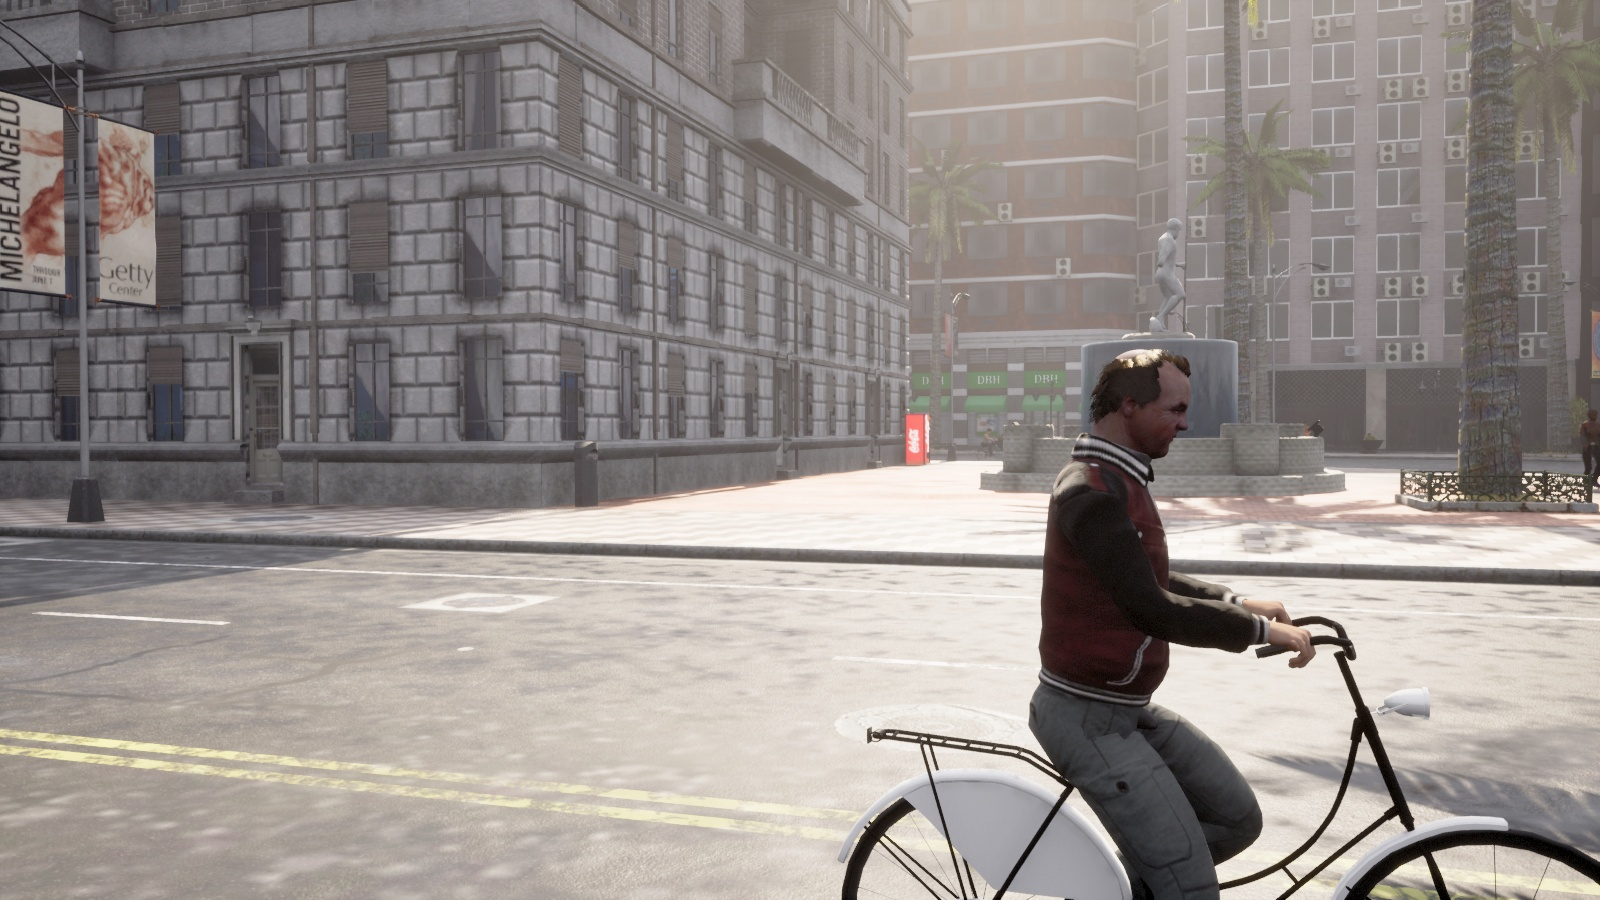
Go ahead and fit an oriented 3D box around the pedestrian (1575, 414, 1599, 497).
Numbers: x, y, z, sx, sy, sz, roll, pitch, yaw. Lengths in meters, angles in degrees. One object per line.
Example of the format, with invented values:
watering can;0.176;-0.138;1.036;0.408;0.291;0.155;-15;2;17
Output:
pedestrian;17.508;0.105;27.718;0.328;1.805;0.869;0;1;8

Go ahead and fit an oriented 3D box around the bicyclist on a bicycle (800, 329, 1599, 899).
bicyclist on a bicycle;0.978;0.655;2.875;1.843;1.776;0.659;0;1;19
